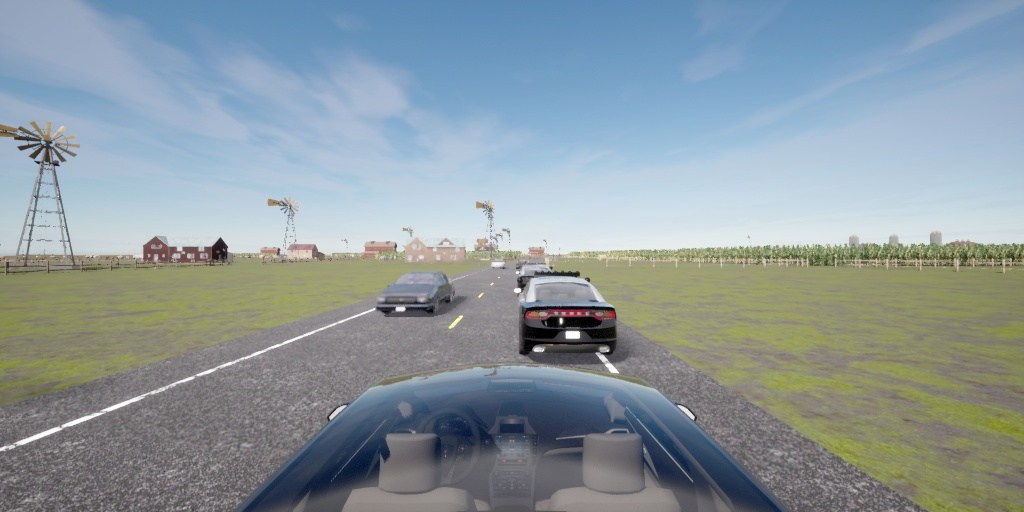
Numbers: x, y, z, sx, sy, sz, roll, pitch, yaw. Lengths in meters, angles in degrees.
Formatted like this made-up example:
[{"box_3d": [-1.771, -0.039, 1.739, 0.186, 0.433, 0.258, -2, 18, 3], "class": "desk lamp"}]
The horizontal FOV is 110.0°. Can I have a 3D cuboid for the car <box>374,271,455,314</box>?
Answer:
[{"box_3d": [-3.492, 1.298, 13.999, 2.033, 1.411, 5.357, 0, 0, 1], "class": "car"}]

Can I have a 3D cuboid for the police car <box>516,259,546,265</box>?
[{"box_3d": [1.230, 1.173, 18.820, 1.930, 1.638, 5.238, 0, 0, 1], "class": "police car"}]

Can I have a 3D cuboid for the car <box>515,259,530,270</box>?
[{"box_3d": [1.607, 1.209, 53.957, 2.128, 1.511, 4.902, 0, 0, 4], "class": "car"}]

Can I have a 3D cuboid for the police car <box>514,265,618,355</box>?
[{"box_3d": [1.086, 1.176, 8.850, 1.930, 1.638, 5.238, 0, 0, 1], "class": "police car"}]

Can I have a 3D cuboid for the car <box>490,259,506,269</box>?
[{"box_3d": [-2.047, 1.245, 54.075, 1.812, 1.442, 4.674, 0, 0, 3], "class": "car"}]
